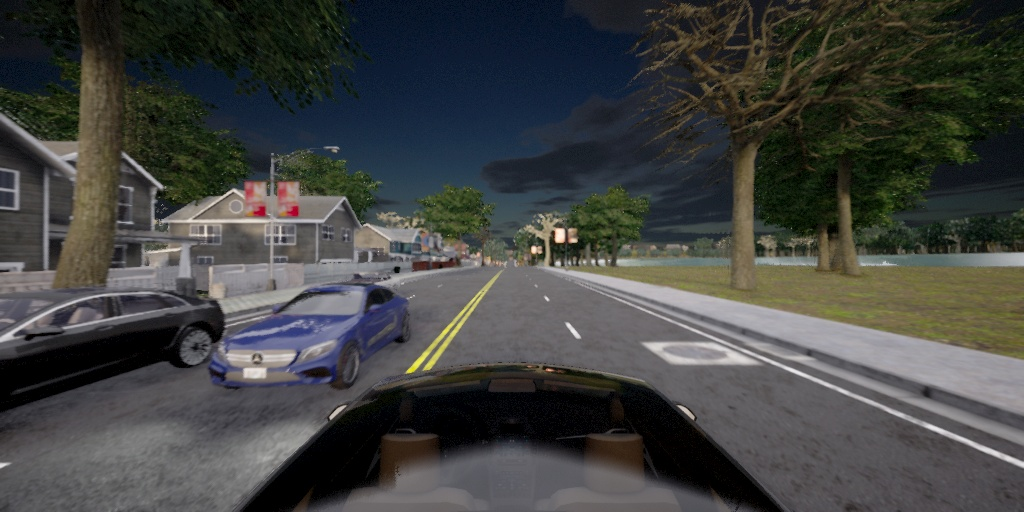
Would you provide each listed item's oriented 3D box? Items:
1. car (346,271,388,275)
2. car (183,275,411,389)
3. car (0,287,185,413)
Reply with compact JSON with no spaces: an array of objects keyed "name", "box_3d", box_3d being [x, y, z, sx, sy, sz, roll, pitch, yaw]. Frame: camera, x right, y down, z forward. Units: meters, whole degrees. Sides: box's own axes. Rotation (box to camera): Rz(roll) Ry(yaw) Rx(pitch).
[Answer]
[{"name":"car","box_3d":[-6.551,1.349,15.811,1.895,1.301,4.718,0,0,1]},{"name":"car","box_3d":[-3.340,1.270,7.004,1.812,1.442,4.674,0,0,0]},{"name":"car","box_3d":[-6.593,1.240,5.071,2.128,1.511,4.902,0,0,0]}]
